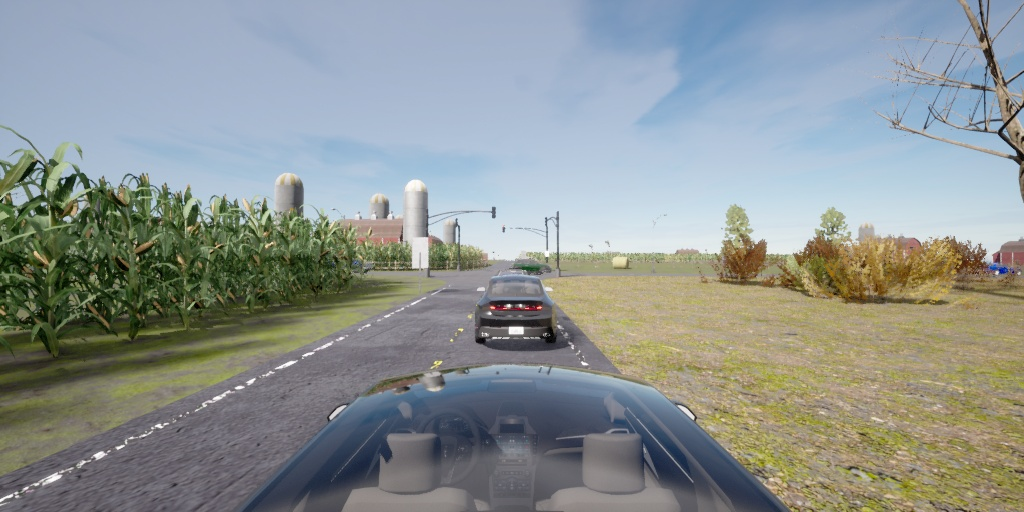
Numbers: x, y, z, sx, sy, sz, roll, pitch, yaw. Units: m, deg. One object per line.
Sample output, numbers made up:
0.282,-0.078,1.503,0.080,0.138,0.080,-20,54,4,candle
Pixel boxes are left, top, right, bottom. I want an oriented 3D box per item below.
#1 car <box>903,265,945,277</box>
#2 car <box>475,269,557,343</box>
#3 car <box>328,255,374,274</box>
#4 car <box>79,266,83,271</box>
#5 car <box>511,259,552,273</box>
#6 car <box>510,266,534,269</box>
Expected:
48.561,1.768,42.517,4.181,1.385,1.994,1,-1,-5,car
0.080,1.259,9.656,1.837,1.490,4.892,0,0,0,car
-17.592,0.817,37.777,5.566,2.045,2.150,1,-1,-3,car
-45.830,0.728,36.253,4.553,1.767,2.097,1,-1,-3,car
2.033,1.097,38.979,4.553,1.767,2.097,0,0,-4,car
0.034,1.360,18.807,1.895,1.301,4.718,0,0,4,car
